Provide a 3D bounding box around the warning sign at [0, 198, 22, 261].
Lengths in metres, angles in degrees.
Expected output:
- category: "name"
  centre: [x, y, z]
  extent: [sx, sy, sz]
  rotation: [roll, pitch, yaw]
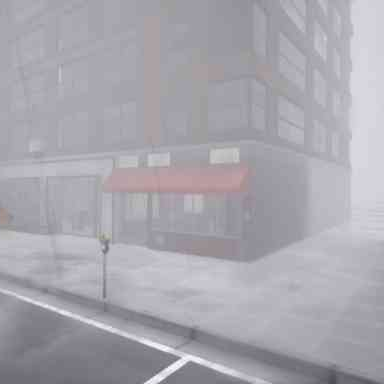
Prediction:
- category: "warning sign"
  centre: [-6.128, 1.111, 10.177]
  extent: [1.060, 1.860, 1.300]
  rotation: [1, 0, 35]
